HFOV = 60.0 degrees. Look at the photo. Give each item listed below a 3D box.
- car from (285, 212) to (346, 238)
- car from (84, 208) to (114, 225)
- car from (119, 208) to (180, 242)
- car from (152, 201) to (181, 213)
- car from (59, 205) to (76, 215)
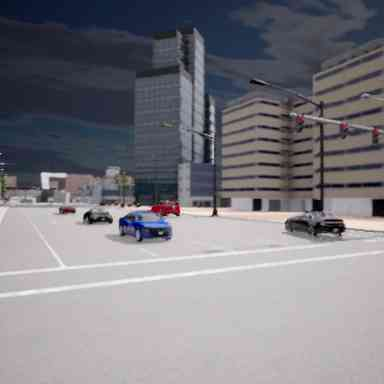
[{"bbox_3d":[7.652,2.005,21.077,2.128,1.511,4.902,1,-2,-10],"label":"car"},{"bbox_3d":[-8.416,2.166,29.806,1.994,1.385,4.181,1,-1,-28],"label":"car"},{"bbox_3d":[-2.751,1.874,19.156,1.882,1.535,5.008,1,-1,-28],"label":"car"},{"bbox_3d":[-3.408,2.158,42.957,2.150,2.045,5.566,1,-2,-28],"label":"car"},{"bbox_3d":[-17.693,2.541,47.341,1.895,1.301,4.718,1,-1,-28],"label":"car"}]
